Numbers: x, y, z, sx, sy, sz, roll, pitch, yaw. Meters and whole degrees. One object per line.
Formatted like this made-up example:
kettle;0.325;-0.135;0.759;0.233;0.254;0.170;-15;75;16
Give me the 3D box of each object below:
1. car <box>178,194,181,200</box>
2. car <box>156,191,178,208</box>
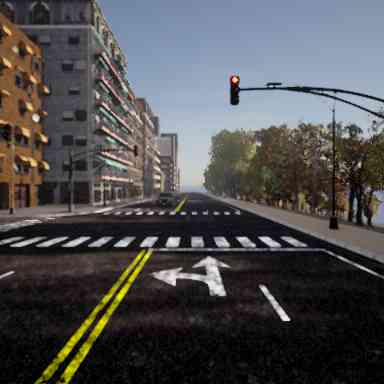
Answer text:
car;-3.270;1.050;69.992;1.895;1.301;4.718;0;0;0
car;-3.261;0.994;42.029;2.150;2.045;5.566;0;2;0
